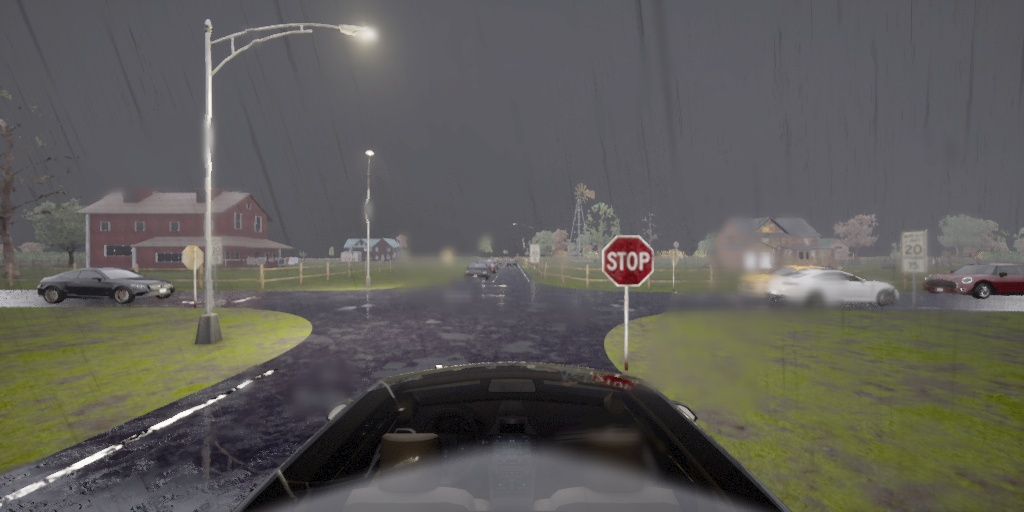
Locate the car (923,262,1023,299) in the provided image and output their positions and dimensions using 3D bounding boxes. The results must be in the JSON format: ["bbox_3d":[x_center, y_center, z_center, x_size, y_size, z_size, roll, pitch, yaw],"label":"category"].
[{"bbox_3d":[23.759,1.172,18.010,4.553,1.767,2.097,0,0,0],"label":"car"}]

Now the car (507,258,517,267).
[{"bbox_3d":[-0.003,1.182,63.276,1.837,1.490,4.892,0,0,0],"label":"car"}]

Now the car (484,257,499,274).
[{"bbox_3d":[-2.899,1.061,41.034,2.097,1.767,4.553,0,0,0],"label":"car"}]

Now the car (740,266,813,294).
[{"bbox_3d":[14.285,1.261,18.067,5.008,1.535,1.882,0,0,0],"label":"car"}]

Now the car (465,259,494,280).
[{"bbox_3d":[-2.866,1.268,31.043,2.033,1.411,5.357,0,0,-1],"label":"car"}]

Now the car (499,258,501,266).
[{"bbox_3d":[-2.900,1.200,51.756,1.837,1.490,4.892,0,0,0],"label":"car"}]

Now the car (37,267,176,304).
[{"bbox_3d":[-17.242,1.216,15.322,4.674,1.442,1.812,0,0,0],"label":"car"}]

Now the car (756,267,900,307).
[{"bbox_3d":[13.418,1.315,15.177,4.674,1.442,1.812,0,0,0],"label":"car"}]
